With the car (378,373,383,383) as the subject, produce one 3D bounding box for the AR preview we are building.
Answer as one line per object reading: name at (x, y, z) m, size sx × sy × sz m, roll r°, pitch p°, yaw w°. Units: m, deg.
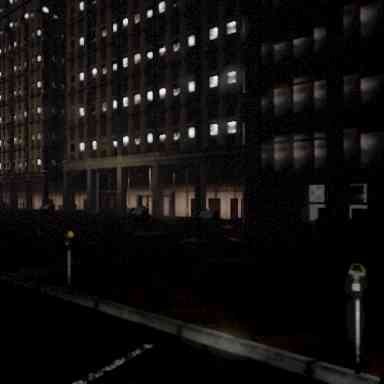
car at (3.373, 1.477, 1.021) m, size 5.008 × 1.535 × 1.882 m, roll 0°, pitch 0°, yaw 36°
